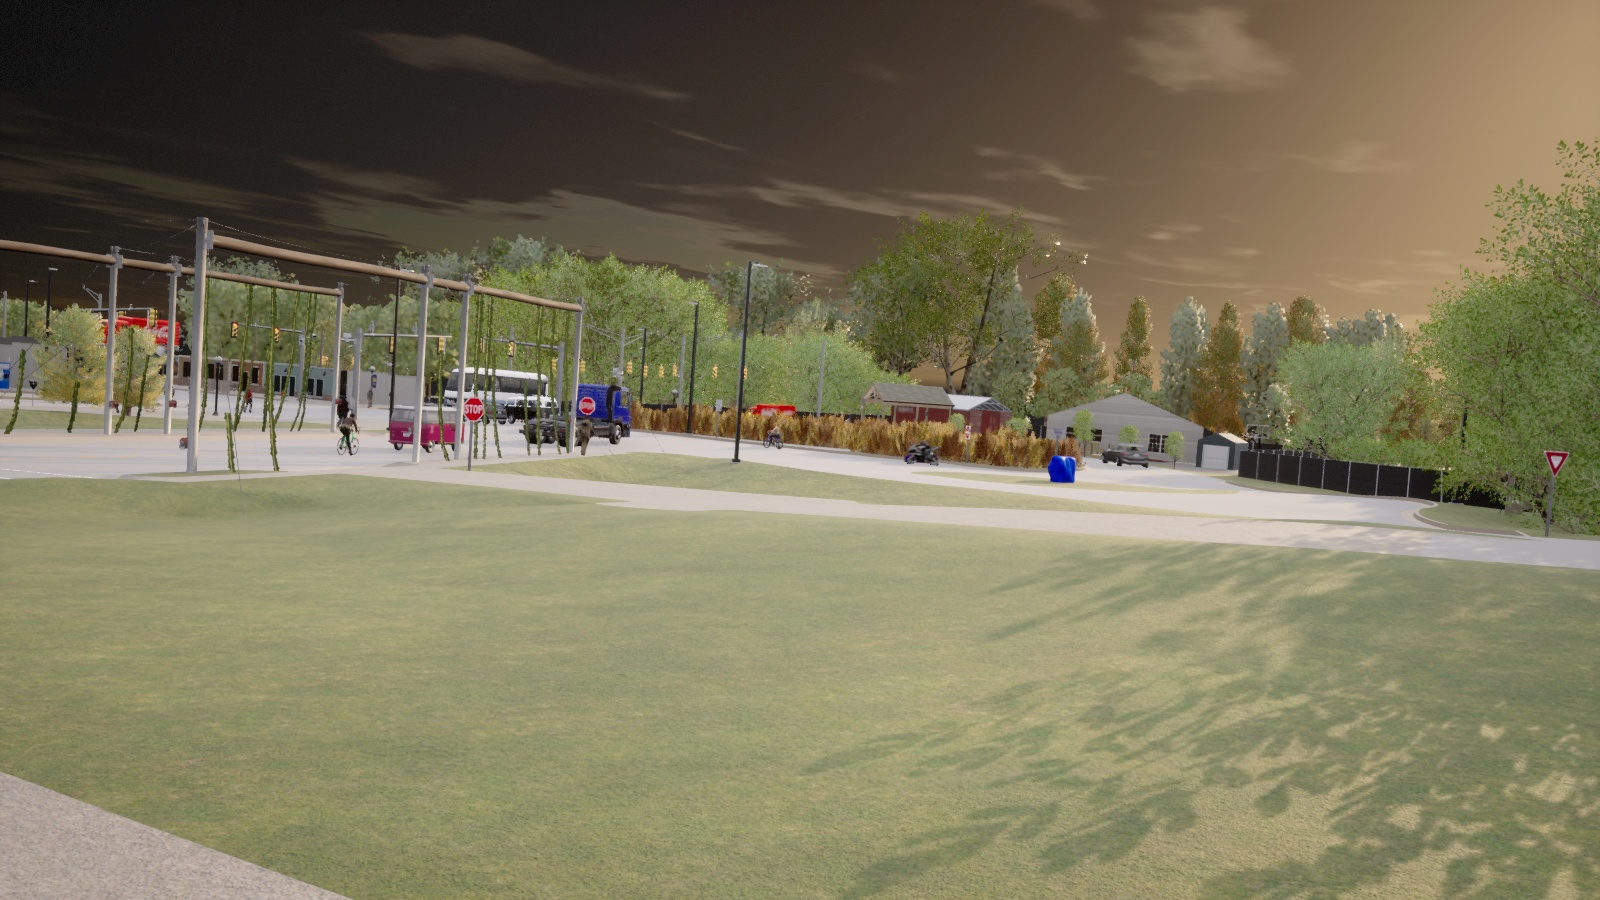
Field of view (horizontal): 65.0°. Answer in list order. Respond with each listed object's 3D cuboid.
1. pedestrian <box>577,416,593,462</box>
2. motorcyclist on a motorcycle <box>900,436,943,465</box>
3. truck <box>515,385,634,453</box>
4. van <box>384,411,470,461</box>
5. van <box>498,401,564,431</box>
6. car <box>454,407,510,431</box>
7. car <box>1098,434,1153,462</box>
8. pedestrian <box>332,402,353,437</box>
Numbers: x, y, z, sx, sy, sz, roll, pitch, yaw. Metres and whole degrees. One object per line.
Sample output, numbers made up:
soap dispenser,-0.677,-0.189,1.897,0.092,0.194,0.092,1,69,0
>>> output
pedestrian,-9.378,-0.487,54.772,0.396,1.930,0.692,4,3,11
motorcyclist on a motorcycle,7.030,0.036,72.611,2.191,1.530,0.866,3,3,-24
truck,-12.521,-1.824,70.635,2.891,3.462,7.936,4,4,19
van,-16.404,-0.647,55.471,1.775,1.987,4.442,4,2,10
van,-19.261,-2.458,89.871,4.480,2.038,2.069,3,3,36
car,-22.151,-2.188,87.417,3.705,1.549,1.789,3,3,35
car,23.378,-0.187,90.315,2.242,1.667,4.611,2,3,-7
pedestrian,-24.771,-1.661,67.992,0.634,1.844,0.899,4,3,10
